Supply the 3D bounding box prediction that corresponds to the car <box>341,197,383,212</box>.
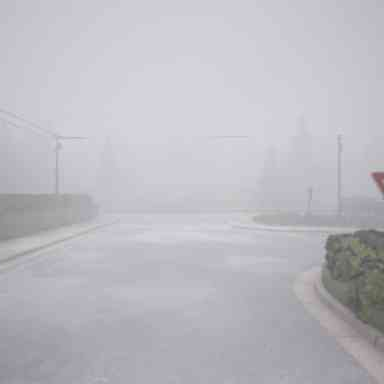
[{"bbox_3d":[18.714,1.554,36.013,5.566,2.045,2.150,0,-1,0],"label":"car"}]
